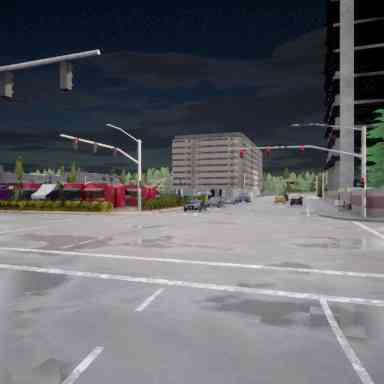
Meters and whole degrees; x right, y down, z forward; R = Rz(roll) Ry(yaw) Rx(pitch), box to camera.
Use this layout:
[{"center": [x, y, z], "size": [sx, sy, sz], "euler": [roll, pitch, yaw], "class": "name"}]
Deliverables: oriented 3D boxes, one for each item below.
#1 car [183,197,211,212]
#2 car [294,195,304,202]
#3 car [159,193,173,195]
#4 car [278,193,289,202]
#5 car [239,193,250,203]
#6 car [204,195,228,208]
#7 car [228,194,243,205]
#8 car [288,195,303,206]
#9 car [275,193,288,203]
[{"center": [0.468, 1.564, 38.906], "size": [1.994, 1.385, 4.181], "euler": [0, 0, 17], "class": "car"}, {"center": [24.818, 1.525, 77.347], "size": [2.128, 1.511, 4.902], "euler": [0, 0, 19], "class": "car"}, {"center": [-7.884, 1.209, 81.479], "size": [4.605, 1.855, 1.932], "euler": [0, 0, 19], "class": "car"}, {"center": [21.625, 1.225, 78.827], "size": [2.150, 2.045, 5.566], "euler": [0, 0, 19], "class": "car"}, {"center": [10.549, 1.224, 68.074], "size": [2.150, 2.045, 5.566], "euler": [0, 0, 19], "class": "car"}, {"center": [3.353, 1.505, 47.268], "size": [1.837, 1.490, 4.892], "euler": [0, 0, 19], "class": "car"}, {"center": [6.792, 1.492, 57.294], "size": [2.128, 1.511, 4.902], "euler": [0, 0, 19], "class": "car"}, {"center": [17.902, 1.477, 56.793], "size": [1.882, 1.535, 5.008], "euler": [0, 0, 19], "class": "car"}, {"center": [18.304, 1.478, 69.013], "size": [1.882, 1.535, 5.008], "euler": [0, 0, 19], "class": "car"}]
